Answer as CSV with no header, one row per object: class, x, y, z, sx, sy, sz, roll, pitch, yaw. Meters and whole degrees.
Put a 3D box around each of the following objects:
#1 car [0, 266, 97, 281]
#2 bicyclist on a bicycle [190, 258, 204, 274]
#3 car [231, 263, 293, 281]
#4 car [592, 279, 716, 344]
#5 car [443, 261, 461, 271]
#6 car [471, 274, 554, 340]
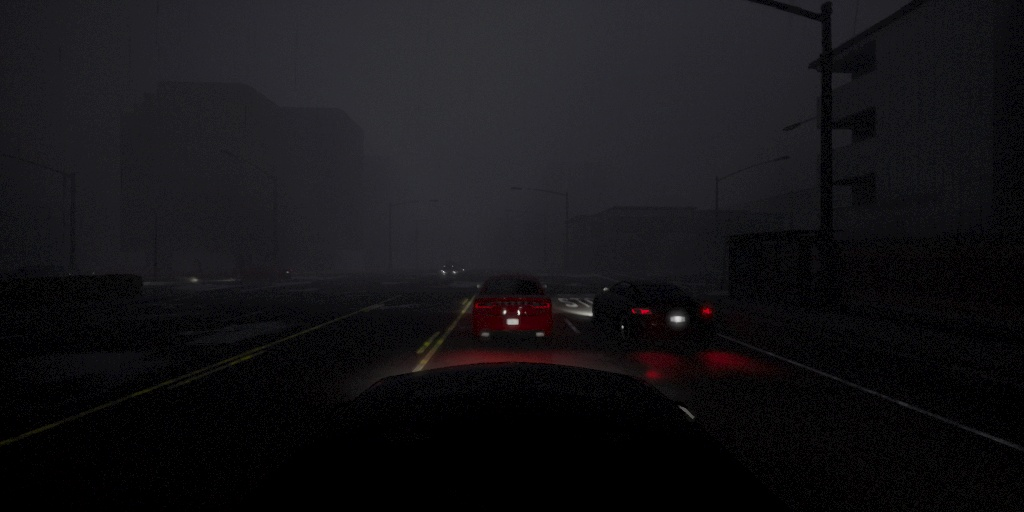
car,-32.820,1.342,25.503,4.718,1.301,1.895,0,0,-2
bicyclist on a bicycle,-32.047,1.040,36.521,0.582,1.620,1.656,0,0,-2
car,-20.484,1.305,29.514,4.181,1.385,1.994,0,0,-1
car,3.502,1.311,9.613,1.994,1.385,4.181,0,0,0
car,-9.215,1.476,53.772,1.837,1.490,4.892,0,-1,-3
car,0.000,1.224,9.959,1.882,1.535,5.008,0,0,0
